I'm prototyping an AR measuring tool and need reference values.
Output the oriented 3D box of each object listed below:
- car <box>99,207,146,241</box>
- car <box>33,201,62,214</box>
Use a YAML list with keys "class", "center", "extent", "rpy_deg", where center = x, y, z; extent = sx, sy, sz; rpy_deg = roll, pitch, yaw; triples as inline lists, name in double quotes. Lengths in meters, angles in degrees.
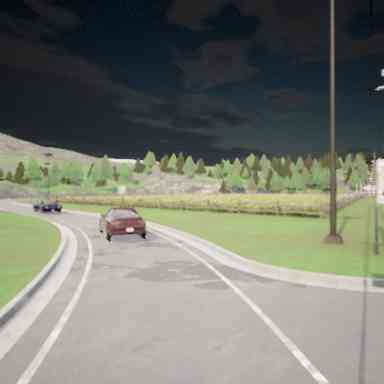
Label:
- class: "car"
  center: [-3.538, 1.486, 16.685]
  extent: [1.812, 1.442, 4.674]
  rpy_deg: [0, 0, -21]
- class: "car"
  center: [-15.413, 1.554, 35.263]
  extent: [1.895, 1.301, 4.718]
  rpy_deg: [0, 0, -39]
